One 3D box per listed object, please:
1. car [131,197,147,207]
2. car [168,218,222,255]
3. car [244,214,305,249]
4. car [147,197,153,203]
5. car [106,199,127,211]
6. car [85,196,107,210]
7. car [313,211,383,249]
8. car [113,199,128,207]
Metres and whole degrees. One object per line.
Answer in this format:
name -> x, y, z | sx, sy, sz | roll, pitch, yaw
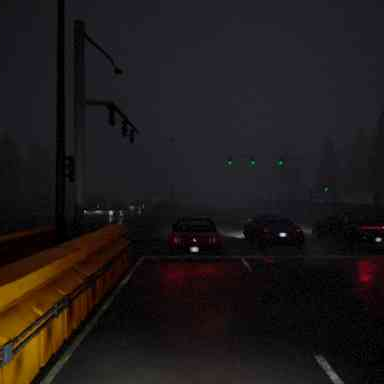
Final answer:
car -> -10.495, 2.029, 64.098 | 1.812, 1.442, 4.674 | 0, 0, 0
car -> 0.100, 1.709, 13.715 | 1.895, 1.301, 4.718 | 0, 0, 0
car -> 3.601, 1.684, 15.182 | 1.994, 1.385, 4.181 | 0, 0, 0
car -> -10.474, 1.963, 79.461 | 2.097, 1.767, 4.553 | 0, 0, 0
car -> -10.562, 1.904, 48.133 | 1.812, 1.442, 4.674 | 0, 0, 0
car -> -14.060, 1.607, 49.251 | 2.150, 2.045, 5.566 | 0, 0, 0
car -> 7.101, 1.611, 15.077 | 2.128, 1.511, 4.902 | 0, 0, 0
car -> -13.985, 2.069, 64.829 | 1.994, 1.385, 4.181 | 0, 0, 0
